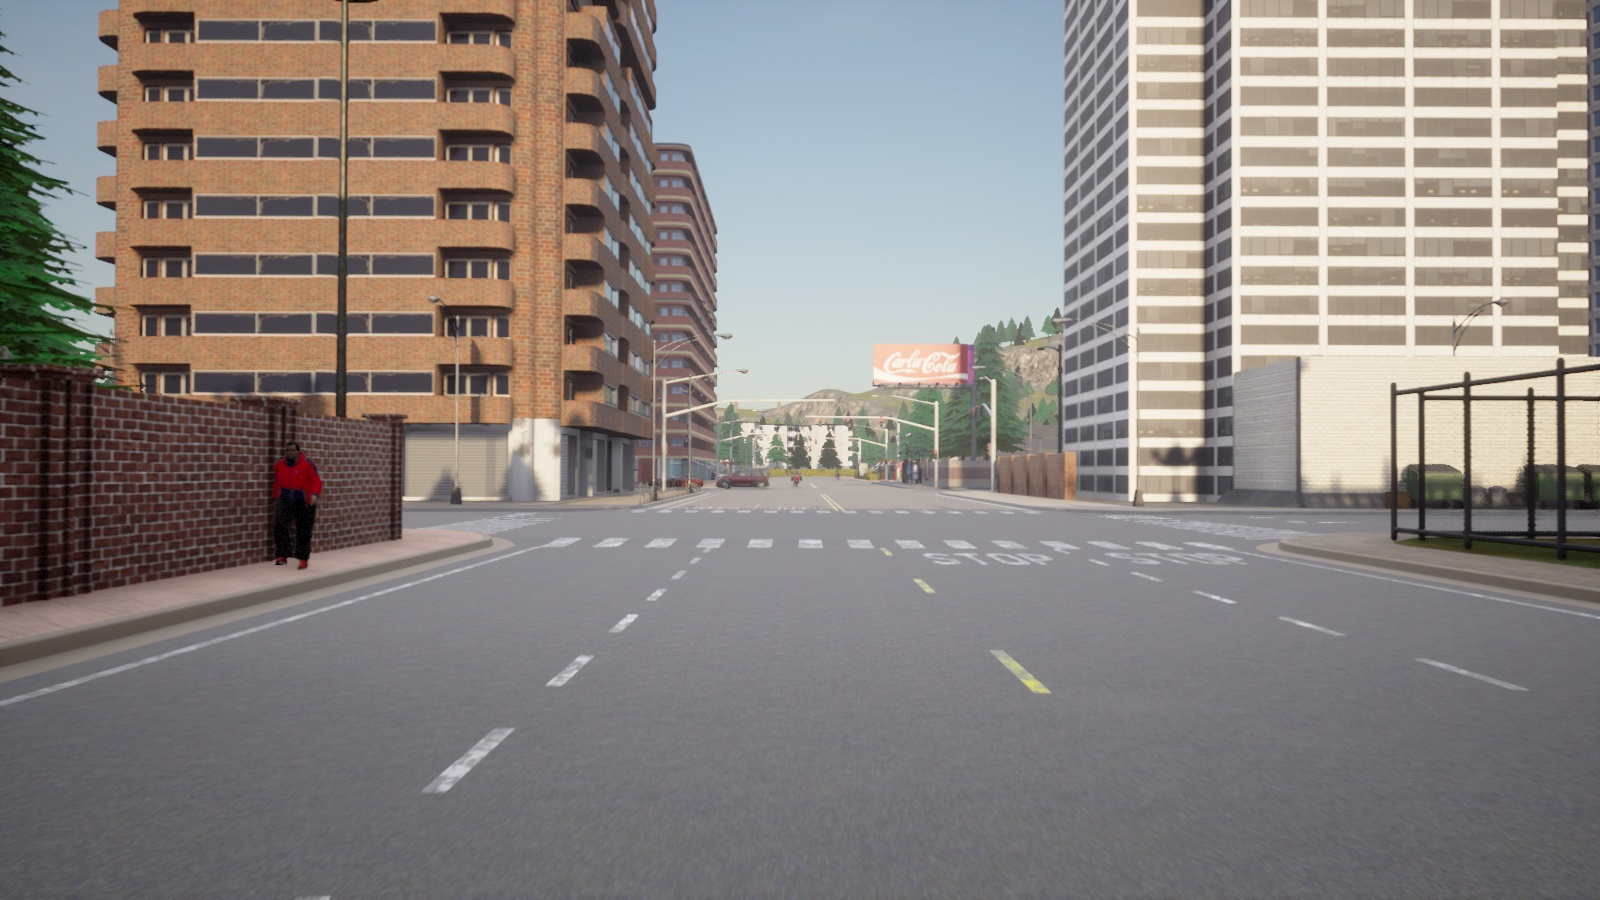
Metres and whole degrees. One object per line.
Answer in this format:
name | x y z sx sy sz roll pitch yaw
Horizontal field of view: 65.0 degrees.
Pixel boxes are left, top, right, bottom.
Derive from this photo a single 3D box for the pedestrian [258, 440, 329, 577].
pedestrian | -7.009 0.793 17.419 0.634 1.844 0.899 0 -1 -2
